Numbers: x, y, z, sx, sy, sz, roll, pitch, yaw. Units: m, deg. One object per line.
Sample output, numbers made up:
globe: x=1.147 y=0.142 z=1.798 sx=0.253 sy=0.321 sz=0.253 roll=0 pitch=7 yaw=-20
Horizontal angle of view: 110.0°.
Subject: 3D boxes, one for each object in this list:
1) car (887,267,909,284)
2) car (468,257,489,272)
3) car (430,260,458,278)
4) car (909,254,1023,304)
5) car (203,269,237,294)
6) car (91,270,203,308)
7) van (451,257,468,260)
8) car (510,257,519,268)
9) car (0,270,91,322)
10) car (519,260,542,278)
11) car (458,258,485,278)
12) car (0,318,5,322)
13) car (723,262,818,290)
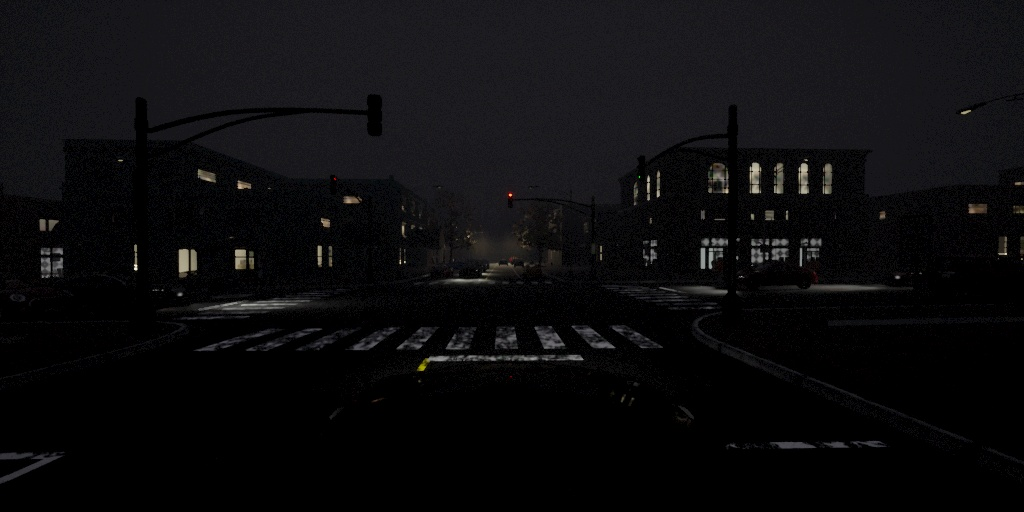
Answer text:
car: x=24.232 y=0.910 z=20.359 sx=4.902 sy=1.511 sz=2.128 roll=-1 pitch=1 yaw=-2
car: x=-4.180 y=1.220 z=44.461 sx=1.882 sy=1.535 sz=5.008 roll=0 pitch=0 yaw=-1
car: x=-6.492 y=1.326 z=33.595 sx=1.802 sy=1.307 sz=4.207 roll=0 pitch=0 yaw=-1
car: x=19.642 y=0.843 z=14.370 sx=5.009 sy=1.841 sz=2.192 roll=0 pitch=0 yaw=-2
car: x=-18.678 y=1.474 z=21.093 sx=4.313 sy=1.339 sz=1.948 roll=0 pitch=0 yaw=-2
car: x=-16.793 y=1.433 z=15.373 sx=4.902 sy=1.511 sz=2.128 roll=-1 pitch=1 yaw=-2
van: x=-6.775 y=1.083 z=44.683 sx=1.690 sy=1.789 sz=3.998 roll=0 pitch=0 yaw=-1
car: x=1.178 y=1.288 z=61.531 sx=2.007 sy=1.370 sz=4.403 roll=0 pitch=0 yaw=-1
car: x=-18.346 y=1.422 z=12.752 sx=4.097 sy=1.591 sz=1.967 roll=0 pitch=0 yaw=-2
car: x=1.881 y=1.270 z=33.979 sx=1.751 sy=1.417 sz=4.829 roll=0 pitch=0 yaw=-1
car: x=-3.920 y=1.222 z=34.421 sx=1.882 sy=1.535 sz=5.008 roll=0 pitch=0 yaw=-2
car: x=-5.661 y=1.295 z=1.086 sx=1.888 sy=1.381 sz=4.507 roll=0 pitch=0 yaw=-1
car: x=14.306 y=1.063 z=19.928 sx=4.674 sy=1.442 sz=1.812 roll=-1 pitch=1 yaw=-2
